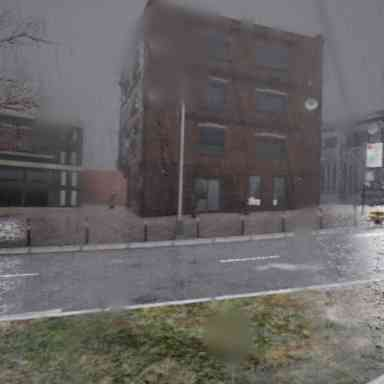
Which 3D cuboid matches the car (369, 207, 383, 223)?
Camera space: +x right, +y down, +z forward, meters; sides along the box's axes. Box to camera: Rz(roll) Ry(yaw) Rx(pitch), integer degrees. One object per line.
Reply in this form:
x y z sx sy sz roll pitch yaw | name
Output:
13.037 1.052 19.925 5.366 1.575 1.946 -2 0 -23 | car
